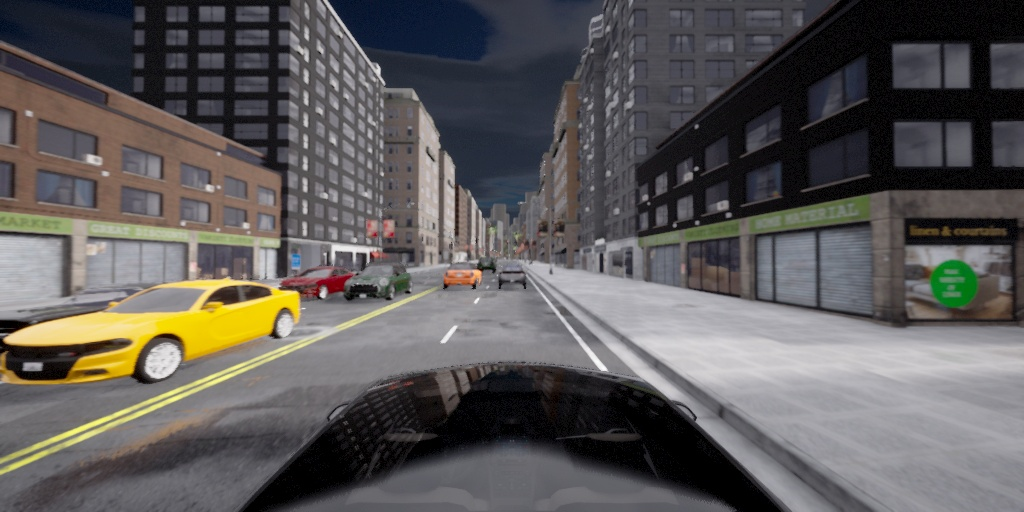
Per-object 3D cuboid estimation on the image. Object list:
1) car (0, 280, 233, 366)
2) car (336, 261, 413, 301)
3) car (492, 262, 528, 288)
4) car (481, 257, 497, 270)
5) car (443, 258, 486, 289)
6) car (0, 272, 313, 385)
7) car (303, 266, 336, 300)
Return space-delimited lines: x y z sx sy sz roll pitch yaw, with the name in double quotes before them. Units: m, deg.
"car" -9.760 1.382 8.937 1.895 1.301 4.718 0 0 0
"car" -6.492 1.168 17.880 2.097 1.767 4.553 0 0 0
"car" 0.048 1.330 24.371 2.128 1.511 4.902 0 0 1
"car" -3.133 1.119 46.116 2.150 2.045 5.566 0 0 0
"car" -3.199 1.188 24.083 2.097 1.767 4.553 0 0 1
"car" -6.501 1.252 7.366 1.882 1.535 5.008 0 -1 0
"car" -9.742 1.296 18.444 1.882 1.535 5.008 0 0 0
